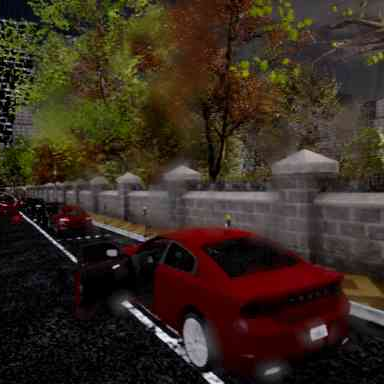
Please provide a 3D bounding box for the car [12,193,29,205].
[{"bbox_3d":[-26.168,1.056,50.607,1.967,1.590,4.097,-2,1,-31],"label":"car"}]

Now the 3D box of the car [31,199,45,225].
[{"bbox_3d":[-9.174,1.335,21.972,1.947,1.339,4.313,-2,1,-31],"label":"car"}]

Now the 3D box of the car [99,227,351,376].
[{"bbox_3d":[0.094,1.340,5.692,1.882,1.535,5.008,-2,1,-31],"label":"car"}]

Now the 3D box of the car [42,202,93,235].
[{"bbox_3d":[-6.342,1.375,17.199,1.802,1.307,4.206,-2,1,-31],"label":"car"}]

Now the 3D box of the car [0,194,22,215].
[{"bbox_3d":[-17.292,1.155,30.785,2.097,1.767,4.553,-2,1,-31],"label":"car"}]

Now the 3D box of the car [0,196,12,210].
[{"bbox_3d":[-22.530,1.265,39.467,1.837,1.490,4.892,-2,2,-31],"label":"car"}]

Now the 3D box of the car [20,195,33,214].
[{"bbox_3d":[-14.837,1.286,31.518,1.947,1.339,4.313,-2,1,-31],"label":"car"}]
